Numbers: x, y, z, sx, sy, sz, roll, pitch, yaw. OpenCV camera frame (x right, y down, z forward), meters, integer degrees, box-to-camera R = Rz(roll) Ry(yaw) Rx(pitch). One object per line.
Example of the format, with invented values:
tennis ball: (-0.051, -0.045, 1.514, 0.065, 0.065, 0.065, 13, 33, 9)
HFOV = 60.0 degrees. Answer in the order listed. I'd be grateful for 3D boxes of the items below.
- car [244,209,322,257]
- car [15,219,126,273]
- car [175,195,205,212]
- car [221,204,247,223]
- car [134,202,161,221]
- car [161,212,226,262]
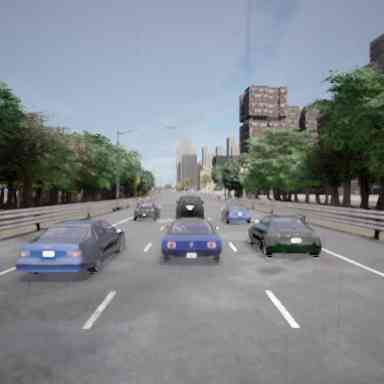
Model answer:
car: (3.491, 1.593, 13.139, 1.994, 1.385, 4.181, 0, 0, 0)
car: (-3.511, 1.572, 10.686, 2.033, 1.411, 5.357, 0, 0, 0)
car: (-0.158, 1.288, 26.738, 2.150, 2.045, 5.566, 0, 0, 0)
car: (3.347, 1.610, 25.736, 2.033, 1.411, 5.357, 0, 0, 0)
car: (-3.666, 1.561, 27.826, 2.128, 1.511, 4.902, 0, 0, 0)
car: (-0.009, 1.628, 12.226, 1.895, 1.301, 4.718, 0, 0, 0)
